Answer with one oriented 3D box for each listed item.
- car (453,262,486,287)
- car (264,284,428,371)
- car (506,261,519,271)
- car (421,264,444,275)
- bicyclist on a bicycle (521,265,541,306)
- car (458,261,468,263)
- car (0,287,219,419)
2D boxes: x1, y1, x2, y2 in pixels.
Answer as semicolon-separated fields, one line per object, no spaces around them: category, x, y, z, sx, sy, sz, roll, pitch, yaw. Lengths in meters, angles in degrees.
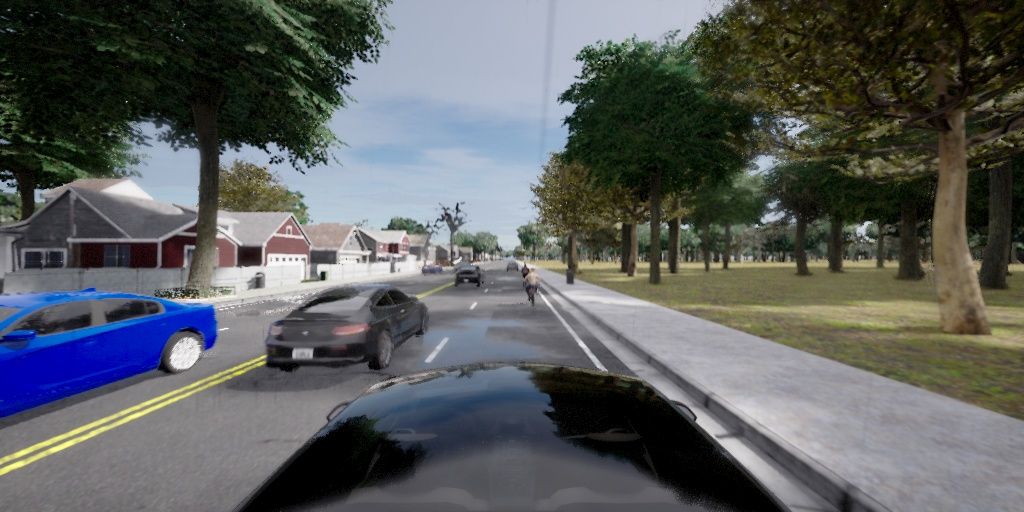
car;-3.147;1.462;27.166;1.837;1.490;4.892;0;0;0
car;-3.148;1.324;7.700;1.812;1.442;4.674;0;0;0
car;0.102;1.743;61.351;2.128;1.511;4.902;0;-1;0
car;-9.840;1.707;44.475;1.895;1.301;4.718;0;0;0
bicyclist on a bicycle;0.869;1.298;15.336;0.866;1.612;1.509;0;-1;0
car;-6.585;1.489;48.144;2.097;1.767;4.553;0;0;0
car;-6.601;1.252;4.793;1.882;1.535;5.008;0;0;0
